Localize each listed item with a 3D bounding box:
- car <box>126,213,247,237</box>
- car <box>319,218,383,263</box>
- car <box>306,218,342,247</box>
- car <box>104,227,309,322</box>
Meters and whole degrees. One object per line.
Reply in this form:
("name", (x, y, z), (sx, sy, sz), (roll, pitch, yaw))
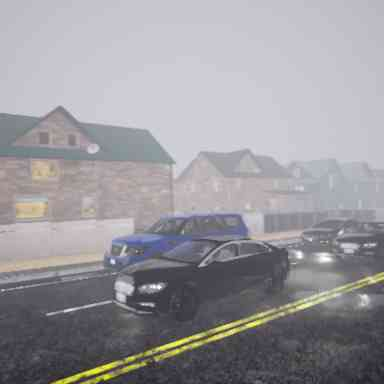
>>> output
("car", (-0.242, 1.793, 11.826), (5.566, 2.045, 2.150), (1, -3, -39))
("car", (7.832, 1.999, 14.117), (4.902, 1.511, 2.128), (1, -3, -39))
("car", (7.886, 2.208, 18.313), (4.892, 1.490, 1.837), (1, -3, -38))
("car", (0.482, 1.881, 8.223), (4.902, 1.511, 2.128), (1, -3, -39))
